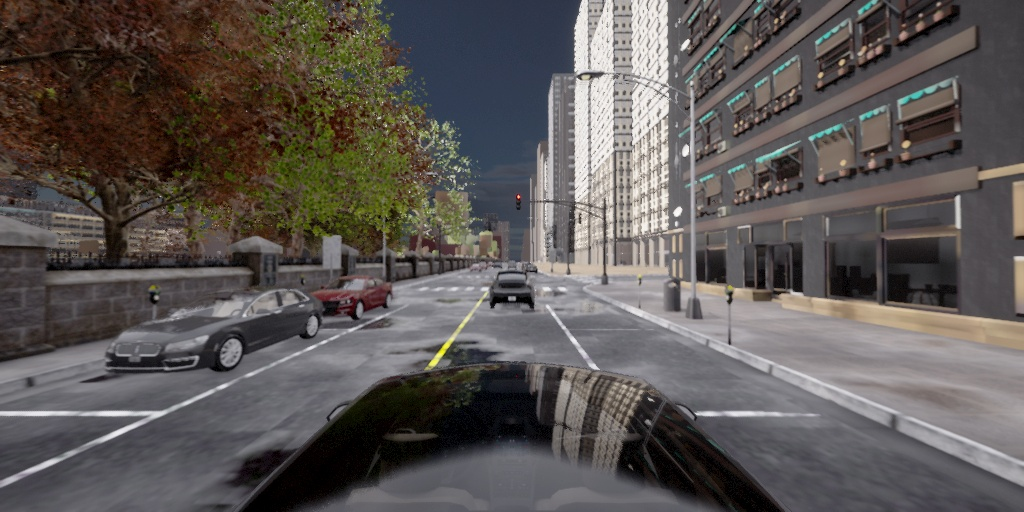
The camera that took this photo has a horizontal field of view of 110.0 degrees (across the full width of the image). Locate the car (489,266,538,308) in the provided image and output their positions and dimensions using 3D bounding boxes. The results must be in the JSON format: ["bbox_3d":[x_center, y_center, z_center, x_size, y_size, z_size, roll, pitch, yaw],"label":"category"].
[{"bbox_3d":[0.010,1.397,16.163,1.837,1.490,4.892,0,0,0],"label":"car"}]

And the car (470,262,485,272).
[{"bbox_3d":[-5.673,1.885,56.748,1.802,1.307,4.207,0,0,0],"label":"car"}]

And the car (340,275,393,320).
[{"bbox_3d":[-5.817,1.405,13.200,1.888,1.381,4.507,0,0,0],"label":"car"}]

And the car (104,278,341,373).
[{"bbox_3d":[-5.767,1.357,7.660,2.007,1.370,4.403,0,0,0],"label":"car"}]

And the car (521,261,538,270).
[{"bbox_3d":[2.705,1.810,51.113,1.948,1.339,4.313,0,0,0],"label":"car"}]

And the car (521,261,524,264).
[{"bbox_3d":[2.707,1.869,56.745,1.948,1.339,4.313,0,0,0],"label":"car"}]
